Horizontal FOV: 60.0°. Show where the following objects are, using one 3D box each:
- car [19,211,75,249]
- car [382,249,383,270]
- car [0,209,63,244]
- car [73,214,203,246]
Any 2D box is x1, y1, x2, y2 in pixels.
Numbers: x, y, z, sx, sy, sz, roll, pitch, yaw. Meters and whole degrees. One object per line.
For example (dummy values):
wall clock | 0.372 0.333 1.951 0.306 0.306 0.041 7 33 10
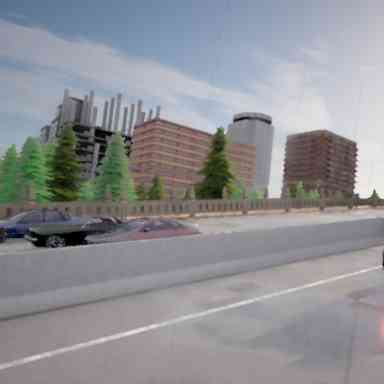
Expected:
car | -4.303 1.609 13.823 4.718 1.301 1.895 0 0 -36
car | 6.814 1.512 8.618 4.902 1.511 2.128 0 0 -36
car | -7.371 1.553 15.933 5.357 1.411 2.033 0 0 -36
car | -1.595 1.574 11.456 4.181 1.385 1.994 0 0 -36
